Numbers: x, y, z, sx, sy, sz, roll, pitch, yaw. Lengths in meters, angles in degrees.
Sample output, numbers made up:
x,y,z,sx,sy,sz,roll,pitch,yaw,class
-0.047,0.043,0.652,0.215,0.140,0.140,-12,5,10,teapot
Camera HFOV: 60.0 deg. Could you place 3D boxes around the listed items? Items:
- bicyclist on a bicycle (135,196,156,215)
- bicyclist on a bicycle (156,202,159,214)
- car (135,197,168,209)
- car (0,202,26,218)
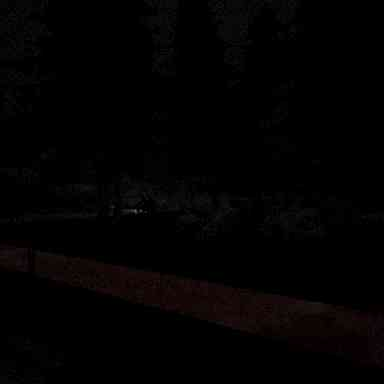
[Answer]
x,y,z,sx,sy,sz,roll,pitch,yaw,class
-4.165,1.139,28.486,1.656,1.620,0.582,0,0,15,bicyclist on a bicycle
-3.604,1.140,28.969,1.656,1.620,0.582,0,0,22,bicyclist on a bicycle
-4.857,1.381,40.822,1.812,1.442,4.674,0,0,35,car
-15.633,1.435,25.757,1.895,1.301,4.718,0,0,35,car
